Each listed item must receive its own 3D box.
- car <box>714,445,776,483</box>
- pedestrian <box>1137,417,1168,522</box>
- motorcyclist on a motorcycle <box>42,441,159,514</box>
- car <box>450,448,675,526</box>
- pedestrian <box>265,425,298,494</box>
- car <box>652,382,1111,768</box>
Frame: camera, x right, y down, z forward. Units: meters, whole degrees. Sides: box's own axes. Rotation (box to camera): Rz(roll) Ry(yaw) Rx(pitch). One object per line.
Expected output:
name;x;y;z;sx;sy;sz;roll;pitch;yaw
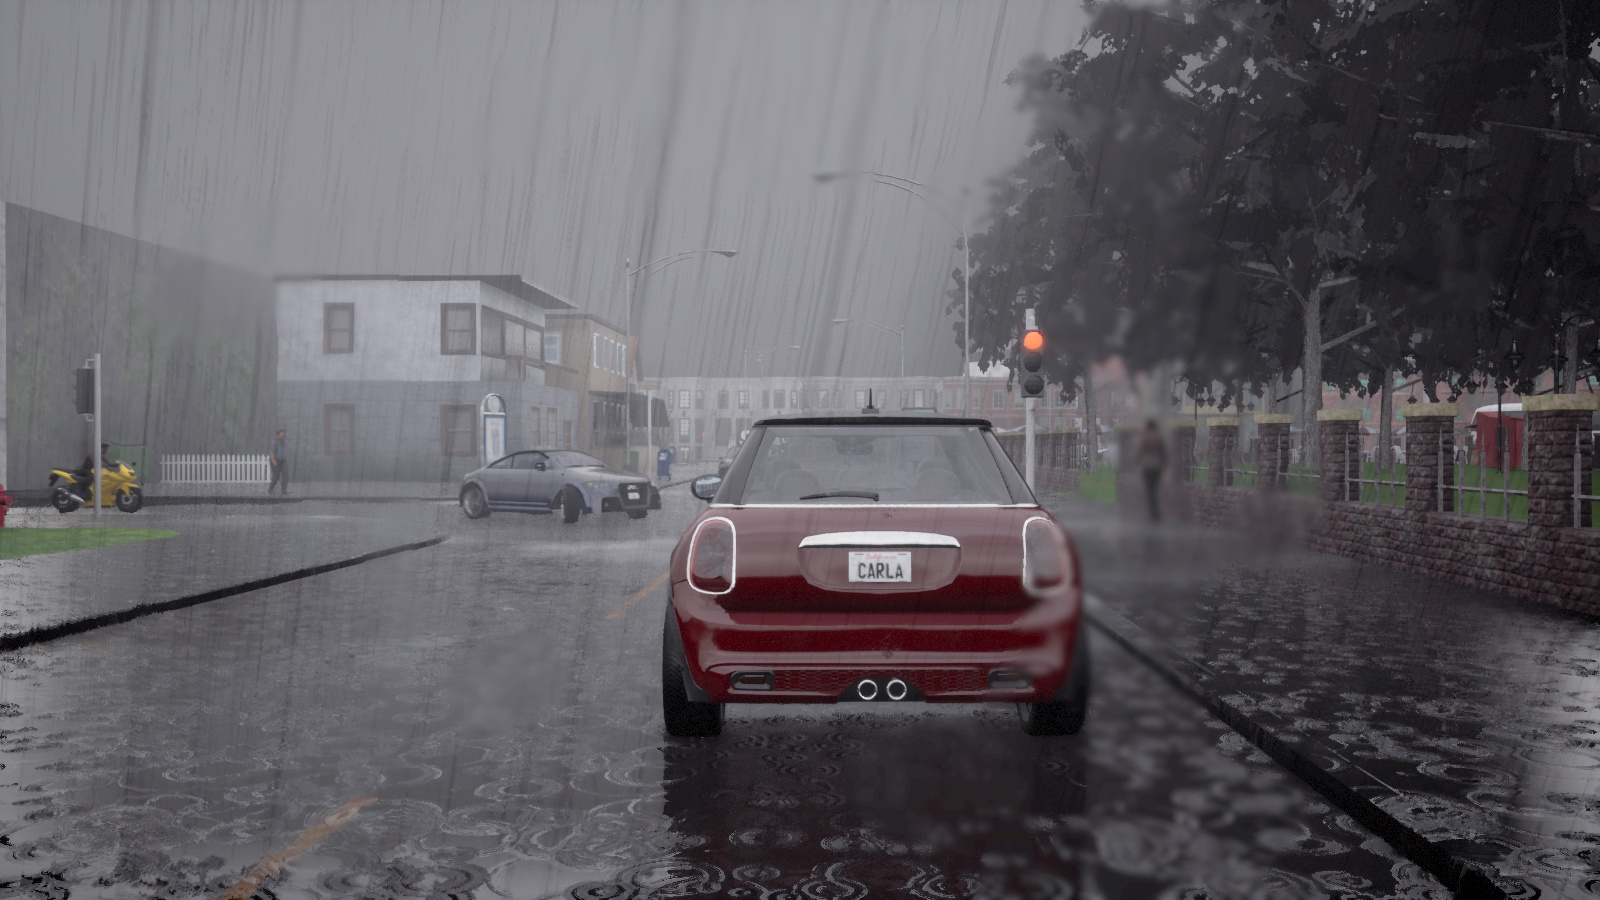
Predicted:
car;-2.120;0.509;50.148;2.033;1.411;5.357;0;0;2
pedestrian;6.184;0.336;22.076;0.328;1.805;0.869;0;0;2
motorcyclist on a motorcycle;-14.856;0.566;26.703;2.044;1.523;0.797;0;0;2
car;-4.695;0.667;24.622;4.181;1.385;1.994;0;0;36
pedestrian;-14.022;0.253;33.930;0.694;1.848;0.540;0;0;36
car;0.361;0.560;8.016;2.097;1.767;4.553;0;0;0
